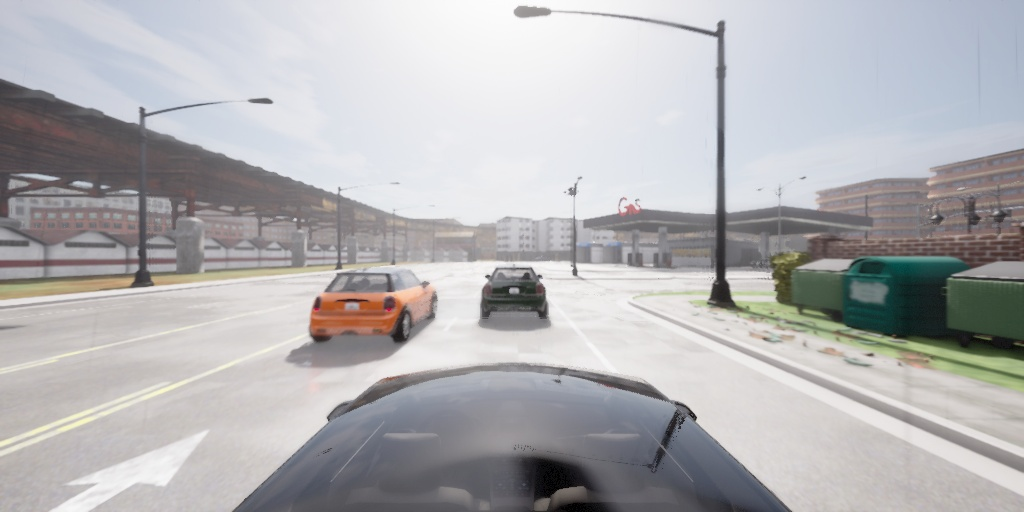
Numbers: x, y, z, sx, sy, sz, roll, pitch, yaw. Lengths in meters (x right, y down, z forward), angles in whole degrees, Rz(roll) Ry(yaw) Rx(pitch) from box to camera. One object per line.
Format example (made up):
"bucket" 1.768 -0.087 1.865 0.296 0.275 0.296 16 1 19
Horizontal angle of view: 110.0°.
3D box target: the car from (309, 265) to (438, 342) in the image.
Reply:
"car" -3.433 1.083 9.830 2.097 1.767 4.553 0 0 0

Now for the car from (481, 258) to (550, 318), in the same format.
"car" 0.065 1.072 12.999 2.097 1.767 4.553 0 0 0
